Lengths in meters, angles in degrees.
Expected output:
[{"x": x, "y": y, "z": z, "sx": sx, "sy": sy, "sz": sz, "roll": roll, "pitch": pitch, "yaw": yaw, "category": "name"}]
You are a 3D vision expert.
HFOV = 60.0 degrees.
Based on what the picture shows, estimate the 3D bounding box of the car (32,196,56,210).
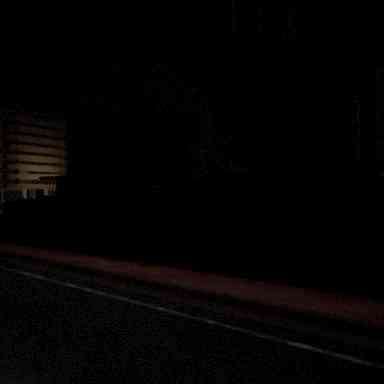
[{"x": -12.191, "y": 1.296, "z": 30.778, "sx": 1.905, "sy": 1.878, "sz": 3.866, "roll": 0, "pitch": 0, "yaw": 34, "category": "car"}]
